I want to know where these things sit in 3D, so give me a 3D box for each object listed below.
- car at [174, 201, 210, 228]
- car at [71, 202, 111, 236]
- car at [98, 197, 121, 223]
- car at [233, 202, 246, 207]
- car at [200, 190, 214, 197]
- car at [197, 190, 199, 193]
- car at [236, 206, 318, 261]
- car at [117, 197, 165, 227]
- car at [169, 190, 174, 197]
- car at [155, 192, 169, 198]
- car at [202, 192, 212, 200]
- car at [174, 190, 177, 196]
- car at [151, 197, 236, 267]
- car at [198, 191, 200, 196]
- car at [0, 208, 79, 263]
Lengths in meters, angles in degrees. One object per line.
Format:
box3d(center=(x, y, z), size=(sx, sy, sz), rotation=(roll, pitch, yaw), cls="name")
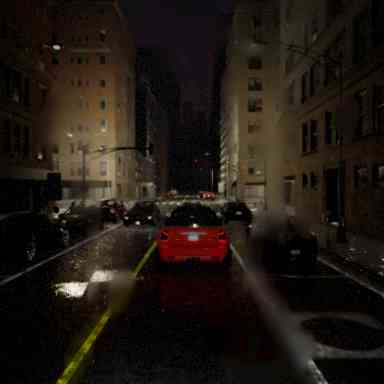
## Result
box3d(center=(0.013, 1.312, 20.904), size=(1.994, 1.385, 4.181), rotation=(0, 1, 0), cls="car")
box3d(center=(-5.663, 1.385, 16.890), size=(1.802, 1.307, 4.206), rotation=(0, 1, 0), cls="car")
box3d(center=(-5.660, 1.178, 22.390), size=(1.967, 1.590, 4.097), rotation=(0, 1, 0), cls="car")
box3d(center=(2.866, 1.293, 22.386), size=(1.947, 1.339, 4.313), rotation=(0, 1, 0), cls="car")
box3d(center=(2.918, 0.759, 59.473), size=(1.967, 1.590, 4.097), rotation=(0, 1, 0), cls="car")
box3d(center=(2.968, 0.548, 81.108), size=(1.967, 1.590, 4.097), rotation=(0, 0, 0), cls="car")
box3d(center=(2.860, 1.409, 11.384), size=(2.008, 1.369, 4.403), rotation=(0, 1, 0), cls="car")
box3d(center=(-2.991, 1.299, 20.972), size=(2.033, 1.411, 5.357), rotation=(0, 1, 0), cls="car")
box3d(center=(-5.581, 0.771, 70.308), size=(2.008, 1.369, 4.403), rotation=(0, 1, 0), cls="car")
box3d(center=(-5.606, 0.912, 59.492), size=(1.802, 1.307, 4.206), rotation=(0, 1, 0), cls="car")
box3d(center=(2.931, 0.787, 65.053), size=(1.752, 1.417, 4.829), rotation=(0, 1, 0), cls="car")
box3d(center=(-5.544, 0.598, 86.363), size=(1.752, 1.417, 4.829), rotation=(0, 0, 0), cls="car")
box3d(center=(0.056, 1.218, 11.031), size=(2.097, 1.767, 4.553), rotation=(0, 1, 1), cls="car")
box3d(center=(2.944, 0.760, 70.291), size=(2.008, 1.369, 4.403), rotation=(0, 1, 0), cls="car")
box3d(center=(-5.665, 1.435, 11.389), size=(1.947, 1.339, 4.313), rotation=(0, 1, 0), cls="car")
